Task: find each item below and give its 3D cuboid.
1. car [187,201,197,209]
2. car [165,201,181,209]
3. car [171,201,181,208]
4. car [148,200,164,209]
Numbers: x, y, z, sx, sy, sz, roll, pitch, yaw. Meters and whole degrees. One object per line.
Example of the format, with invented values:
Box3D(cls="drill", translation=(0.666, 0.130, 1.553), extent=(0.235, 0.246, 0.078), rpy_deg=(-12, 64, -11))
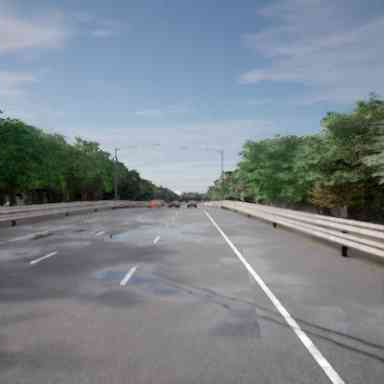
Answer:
Box3D(cls="car", translation=(0.016, 2.398, 62.963), extent=(1.812, 1.442, 4.674), rpy_deg=(0, -2, 0))
Box3D(cls="car", translation=(-3.485, 2.473, 62.991), extent=(1.895, 1.301, 4.718), rpy_deg=(0, -2, 0))
Box3D(cls="car", translation=(-3.483, 2.665, 72.973), extent=(1.812, 1.442, 4.674), rpy_deg=(0, -2, 0))
Box3D(cls="car", translation=(-6.985, 2.221, 62.940), extent=(2.097, 1.767, 4.553), rpy_deg=(0, -2, 0))
